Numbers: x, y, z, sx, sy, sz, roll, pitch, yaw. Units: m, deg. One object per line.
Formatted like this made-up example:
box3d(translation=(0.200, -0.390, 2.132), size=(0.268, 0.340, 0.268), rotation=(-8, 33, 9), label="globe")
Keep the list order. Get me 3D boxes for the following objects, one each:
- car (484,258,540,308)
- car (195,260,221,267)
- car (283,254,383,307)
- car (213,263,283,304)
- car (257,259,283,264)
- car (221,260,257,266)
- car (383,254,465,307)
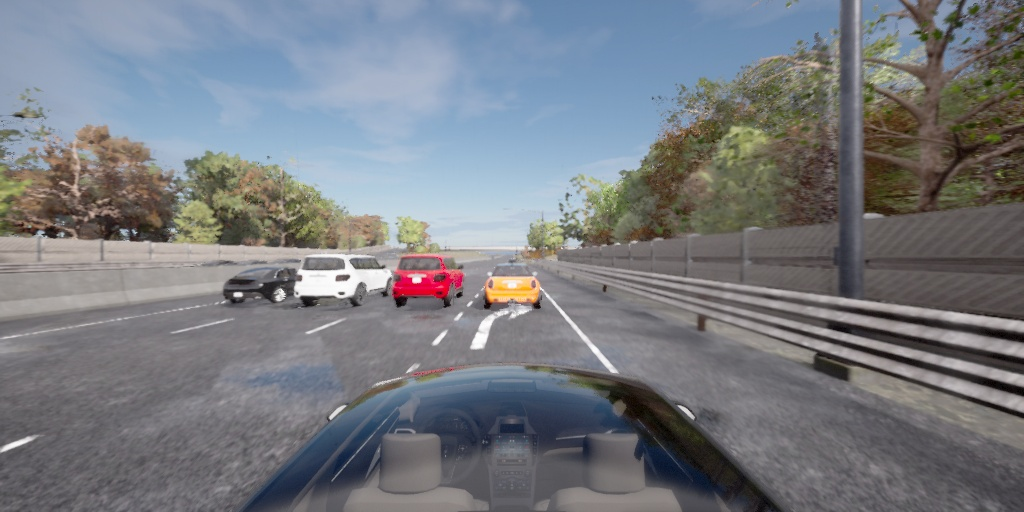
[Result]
box3d(translation=(0.011, 1.077, 15.108), size=(2.097, 1.767, 4.553), rotation=(0, 0, 0), label="car")
box3d(translation=(-31.535, 1.199, 38.425), size=(1.837, 1.490, 4.892), rotation=(0, 0, 1), label="car")
box3d(translation=(-6.891, 0.944, 15.414), size=(2.150, 2.045, 5.566), rotation=(0, 0, 0), label="car")
box3d(translation=(-10.389, 1.225, 16.027), size=(1.837, 1.490, 4.892), rotation=(0, 0, 0), label="car")
box3d(translation=(-24.540, 1.049, 38.556), size=(2.097, 1.767, 4.553), rotation=(0, 0, 0), label="car")
box3d(translation=(-28.036, 1.173, 38.535), size=(1.882, 1.535, 5.008), rotation=(0, 0, 0), label="car")
box3d(translation=(-3.393, 0.945, 15.473), size=(2.150, 2.045, 5.566), rotation=(0, 0, 0), label="car")
